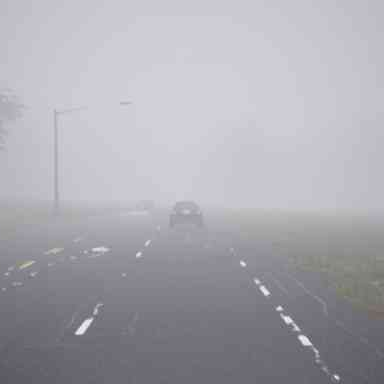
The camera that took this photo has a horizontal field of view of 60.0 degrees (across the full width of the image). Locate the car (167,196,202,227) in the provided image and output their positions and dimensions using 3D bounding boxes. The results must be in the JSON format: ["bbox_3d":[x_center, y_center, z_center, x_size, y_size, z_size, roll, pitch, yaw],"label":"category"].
[{"bbox_3d":[-0.412,1.389,23.383,2.097,1.767,4.553,-1,0,-1],"label":"car"}]

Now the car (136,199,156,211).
[{"bbox_3d":[-6.061,1.679,44.135,2.128,1.511,4.902,-1,0,7],"label":"car"}]

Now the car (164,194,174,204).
[{"bbox_3d":[-4.783,1.465,71.011,2.150,2.045,5.566,-1,0,-1],"label":"car"}]
